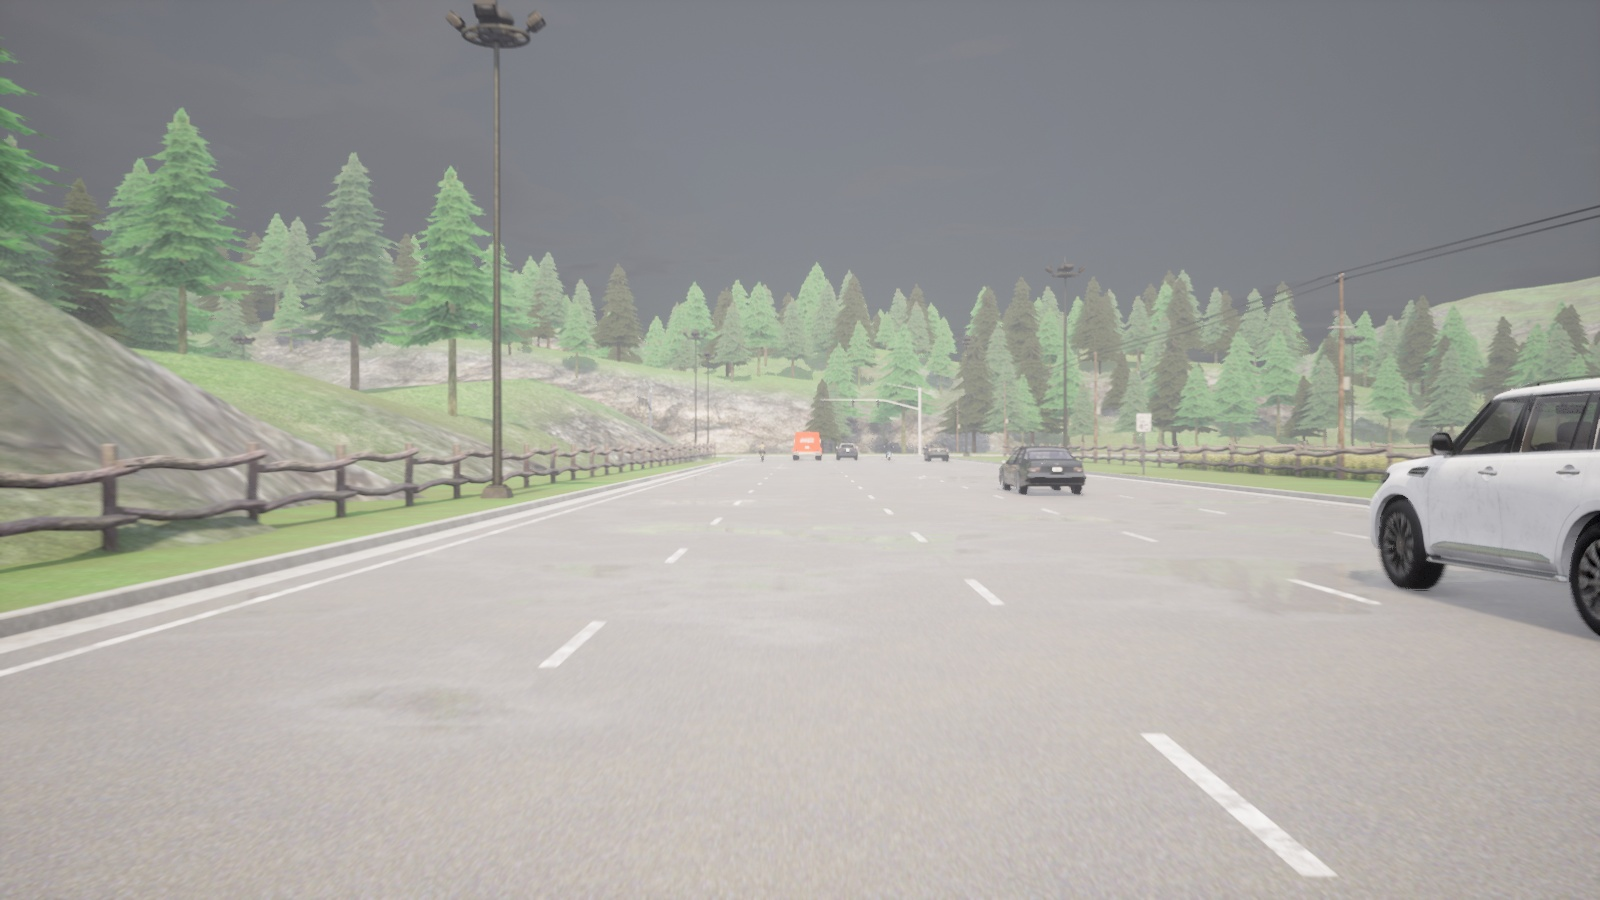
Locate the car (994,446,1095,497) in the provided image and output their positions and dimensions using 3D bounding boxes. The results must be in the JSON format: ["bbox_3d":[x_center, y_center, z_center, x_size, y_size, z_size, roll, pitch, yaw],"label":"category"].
[{"bbox_3d":[7.229,0.584,37.685,2.033,1.411,5.357,0,0,0],"label":"car"}]

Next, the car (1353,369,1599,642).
[{"bbox_3d":[7.077,0.409,10.880,2.150,2.045,5.566,0,0,0],"label":"car"}]
